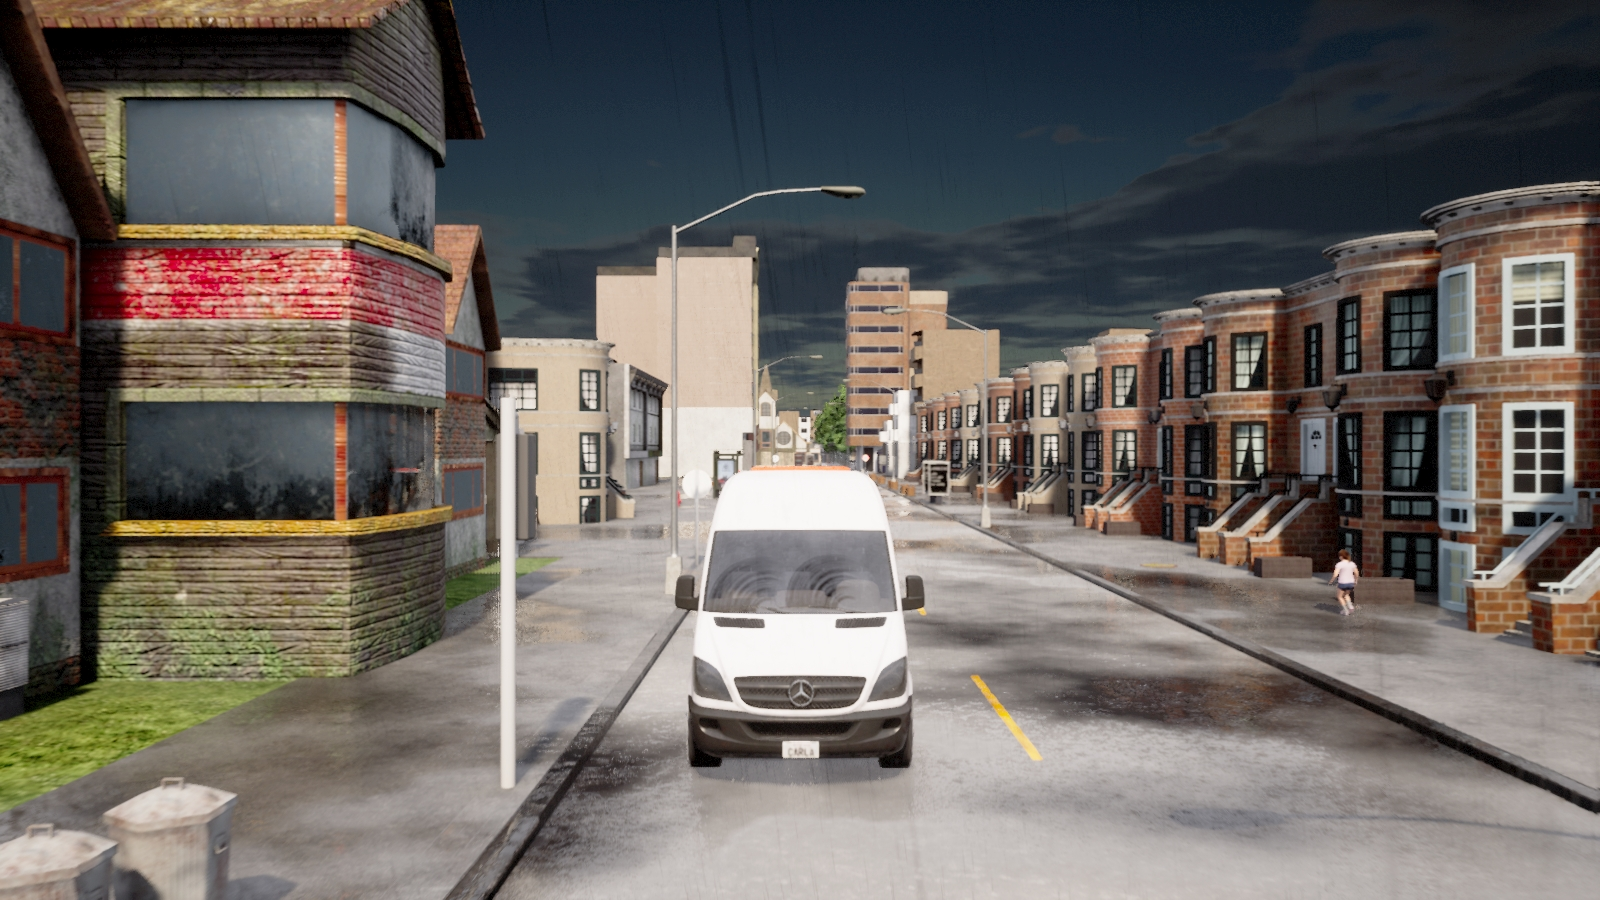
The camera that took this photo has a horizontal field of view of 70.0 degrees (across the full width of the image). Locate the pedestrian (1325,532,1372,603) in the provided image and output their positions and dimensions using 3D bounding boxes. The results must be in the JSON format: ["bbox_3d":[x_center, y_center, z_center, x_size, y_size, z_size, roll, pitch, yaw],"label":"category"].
[{"bbox_3d":[8.951,1.904,18.642,0.500,1.100,0.500,0,0,-8],"label":"pedestrian"}]

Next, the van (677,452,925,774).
[{"bbox_3d":[0.009,1.314,12.116,1.988,2.561,5.915,0,0,0],"label":"van"}]
